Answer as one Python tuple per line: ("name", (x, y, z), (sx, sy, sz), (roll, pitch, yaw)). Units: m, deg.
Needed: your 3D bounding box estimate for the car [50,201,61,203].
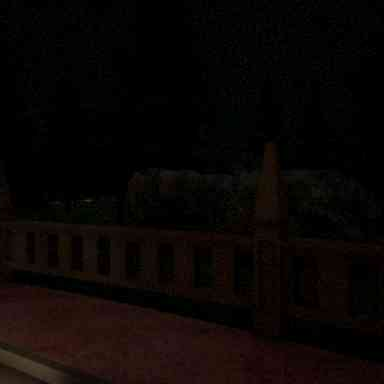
("car", (-26.002, 1.024, 61.662), (2.150, 2.045, 5.566), (0, 0, 9))
